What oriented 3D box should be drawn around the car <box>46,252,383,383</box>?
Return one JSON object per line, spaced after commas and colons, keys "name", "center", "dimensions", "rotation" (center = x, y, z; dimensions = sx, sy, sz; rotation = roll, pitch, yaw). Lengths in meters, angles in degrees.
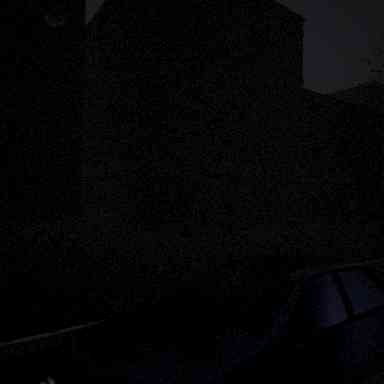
{"name": "car", "center": [1.171, 1.554, 4.211], "dimensions": [5.357, 1.411, 2.033], "rotation": [0, 0, -36]}
